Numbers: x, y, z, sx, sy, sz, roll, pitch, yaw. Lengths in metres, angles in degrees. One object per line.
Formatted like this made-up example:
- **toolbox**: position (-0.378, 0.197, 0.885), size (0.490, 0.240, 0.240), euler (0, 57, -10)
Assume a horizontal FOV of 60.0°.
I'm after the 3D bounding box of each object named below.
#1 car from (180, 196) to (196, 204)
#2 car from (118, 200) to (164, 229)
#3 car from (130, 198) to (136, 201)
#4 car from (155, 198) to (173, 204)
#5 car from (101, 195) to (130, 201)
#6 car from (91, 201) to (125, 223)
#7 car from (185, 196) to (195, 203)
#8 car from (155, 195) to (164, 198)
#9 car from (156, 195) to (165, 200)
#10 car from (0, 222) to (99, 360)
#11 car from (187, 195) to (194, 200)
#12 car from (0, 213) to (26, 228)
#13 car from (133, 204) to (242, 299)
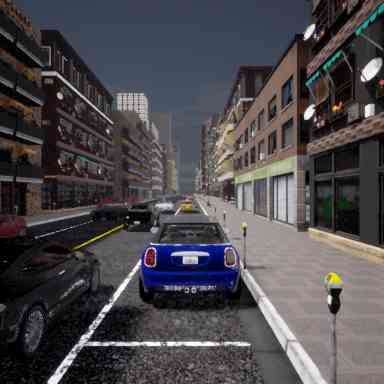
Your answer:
- **car**: position (-0.454, 1.525, 37.323), size (1.752, 1.417, 4.829), euler (0, 0, 0)
- **car**: position (-3.145, 1.505, 21.466), size (1.837, 1.490, 4.892), euler (0, 0, 0)
- **car**: position (-8.834, 1.439, 42.793), size (1.967, 1.590, 4.097), euler (0, 0, 0)
- **car**: position (-3.045, 1.600, 37.067), size (1.895, 1.301, 4.718), euler (0, 0, 0)
- **car**: position (-8.833, 1.314, 37.157), size (2.192, 1.841, 5.009), euler (0, 0, 0)
- **car**: position (-6.245, 1.601, 25.682), size (1.895, 1.301, 4.718), euler (0, 0, 0)
- **car**: position (-0.453, 1.545, 70.970), size (2.008, 1.369, 4.403), euler (0, 0, 0)
- **car**: position (-8.834, 1.541, 87.882), size (2.008, 1.369, 4.403), euler (0, 0, 0)
- **car**: position (-8.834, 1.539, 93.519), size (2.008, 1.369, 4.403), euler (0, 0, 0)
- **car**: position (-3.048, 1.526, 5.826), size (1.812, 1.442, 4.674), euler (0, 0, 0)
- **car**: position (-0.452, 1.513, 93.685), size (1.752, 1.417, 4.829), euler (0, 0, 0)
- **car**: position (-8.835, 1.583, 14.612), size (1.802, 1.307, 4.206), euler (0, 0, 0)
- **car**: position (-0.032, 1.353, 8.619), size (2.097, 1.767, 4.553), euler (0, 0, 0)
